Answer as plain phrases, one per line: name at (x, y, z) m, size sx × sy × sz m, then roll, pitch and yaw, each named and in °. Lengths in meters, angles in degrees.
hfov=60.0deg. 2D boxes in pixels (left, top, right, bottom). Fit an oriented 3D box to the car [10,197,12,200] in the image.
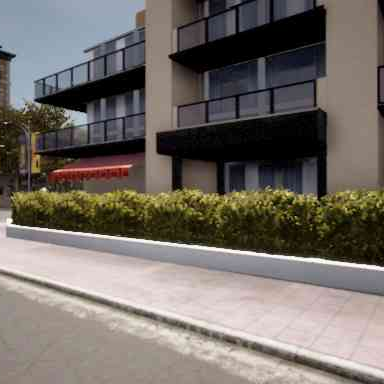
car at (-37.179, 1.706, 69.434) m, size 4.892 × 1.521 × 2.231 m, roll 0°, pitch 0°, yaw 36°
